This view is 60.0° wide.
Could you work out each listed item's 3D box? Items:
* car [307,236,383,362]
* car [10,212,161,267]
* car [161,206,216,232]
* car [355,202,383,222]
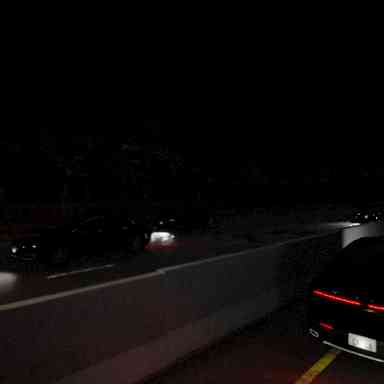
[{"bbox_3d":[3.634,1.513,5.663,1.837,1.490,4.892,0,0,43],"label":"car"},{"bbox_3d":[-3.619,1.499,11.629,1.837,1.490,4.892,0,0,43],"label":"car"},{"bbox_3d":[-0.385,1.566,20.259,1.994,1.385,4.181,0,0,43],"label":"car"},{"bbox_3d":[14.120,1.538,25.578,1.837,1.490,4.892,0,0,43],"label":"car"}]
